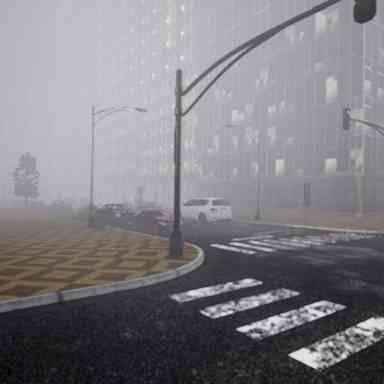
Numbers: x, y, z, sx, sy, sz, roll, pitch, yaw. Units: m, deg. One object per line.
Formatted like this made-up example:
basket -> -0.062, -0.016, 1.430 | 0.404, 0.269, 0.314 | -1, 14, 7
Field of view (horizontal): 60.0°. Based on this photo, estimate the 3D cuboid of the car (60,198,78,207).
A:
car -> -24.546, 2.044, 66.201 | 2.192, 1.841, 5.009 | 1, -1, -35

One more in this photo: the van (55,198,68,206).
van -> -27.803, 2.124, 70.858 | 1.690, 1.788, 3.998 | 1, -1, -35

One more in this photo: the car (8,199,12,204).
car -> -34.671, 2.213, 66.054 | 1.802, 1.307, 4.206 | 1, -1, -35

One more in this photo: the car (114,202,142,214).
car -> -8.356, 1.982, 43.051 | 1.752, 1.417, 4.829 | 1, -1, -35

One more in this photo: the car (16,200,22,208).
car -> -28.156, 2.066, 56.740 | 1.887, 1.381, 4.507 | 1, -1, -35

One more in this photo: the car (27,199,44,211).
car -> -21.641, 1.963, 47.425 | 2.008, 1.369, 4.403 | 1, -1, -35

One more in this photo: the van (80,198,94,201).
van -> -18.031, 1.960, 56.886 | 1.690, 1.788, 3.998 | 1, -1, -35

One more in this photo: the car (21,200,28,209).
car -> -24.899, 2.033, 52.082 | 1.947, 1.339, 4.313 | 1, -1, -35

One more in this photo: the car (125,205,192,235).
car -> -2.097, 1.666, 19.481 | 1.802, 1.307, 4.206 | 1, -1, -35

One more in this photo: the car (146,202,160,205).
car -> -5.002, 1.840, 38.256 | 1.967, 1.590, 4.097 | 1, -1, -35

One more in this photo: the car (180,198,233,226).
car -> 0.741, 1.444, 25.602 | 2.150, 2.045, 5.566 | 1, -1, -35

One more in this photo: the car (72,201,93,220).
car -> -8.514, 1.717, 28.657 | 1.752, 1.417, 4.829 | 1, -1, -35

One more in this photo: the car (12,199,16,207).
car -> -31.414, 2.127, 61.397 | 2.008, 1.369, 4.403 | 1, -1, -35

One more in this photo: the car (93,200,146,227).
car -> -5.354, 1.579, 24.140 | 1.967, 1.590, 4.097 | 1, -1, -35

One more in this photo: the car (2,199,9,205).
car -> -41.186, 2.291, 75.369 | 2.008, 1.369, 4.403 | 1, -1, -35

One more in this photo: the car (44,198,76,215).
car -> -15.126, 1.743, 38.112 | 1.967, 1.590, 4.097 | 1, -1, -35
